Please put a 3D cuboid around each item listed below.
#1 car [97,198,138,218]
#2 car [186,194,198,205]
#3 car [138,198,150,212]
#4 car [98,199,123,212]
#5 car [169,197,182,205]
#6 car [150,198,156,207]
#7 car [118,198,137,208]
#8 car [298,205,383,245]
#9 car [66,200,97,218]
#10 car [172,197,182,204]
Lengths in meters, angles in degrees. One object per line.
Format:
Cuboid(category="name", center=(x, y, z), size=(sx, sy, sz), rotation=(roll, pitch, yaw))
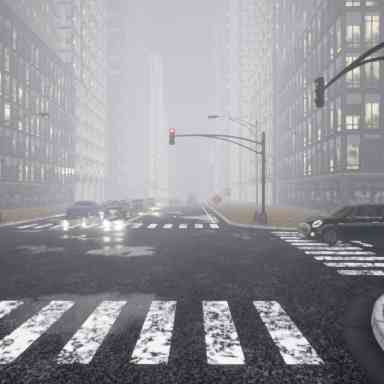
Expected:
Cuboid(category="car", center=(-6.609, 1.517, 30.160), size=(2.128, 1.511, 4.902), rotation=(0, 0, 0))
Cuboid(category="car", center=(-0.016, 1.606, 60.194), size=(1.837, 1.490, 4.892), rotation=(0, 0, 0))
Cuboid(category="car", center=(-6.611, 1.522, 40.388), size=(1.882, 1.535, 5.008), rotation=(0, 0, 0))
Cuboid(category="car", center=(-9.865, 1.609, 40.496), size=(1.994, 1.385, 4.181), rotation=(0, 0, -1))
Cuboid(category="car", center=(-3.168, 1.592, 60.038), size=(2.128, 1.511, 4.902), rotation=(0, 0, 0))
Cuboid(category="car", center=(-6.602, 1.599, 51.408), size=(1.812, 1.442, 4.674), rotation=(0, 0, 0))
Cuboid(category="car", center=(-9.854, 1.636, 51.146), size=(1.994, 1.385, 4.181), rotation=(0, 0, 0))
Cuboid(category="car", center=(7.222, 1.364, 15.097), size=(4.553, 1.767, 2.097), rotation=(0, 0, -1))
Cuboid(category="car", center=(-9.862, 1.503, 30.408), size=(1.882, 1.535, 5.008), rotation=(0, 0, 0))
Cuboid(category="car", center=(-3.202, 1.703, 70.366), size=(1.994, 1.385, 4.181), rotation=(0, 0, 0))
